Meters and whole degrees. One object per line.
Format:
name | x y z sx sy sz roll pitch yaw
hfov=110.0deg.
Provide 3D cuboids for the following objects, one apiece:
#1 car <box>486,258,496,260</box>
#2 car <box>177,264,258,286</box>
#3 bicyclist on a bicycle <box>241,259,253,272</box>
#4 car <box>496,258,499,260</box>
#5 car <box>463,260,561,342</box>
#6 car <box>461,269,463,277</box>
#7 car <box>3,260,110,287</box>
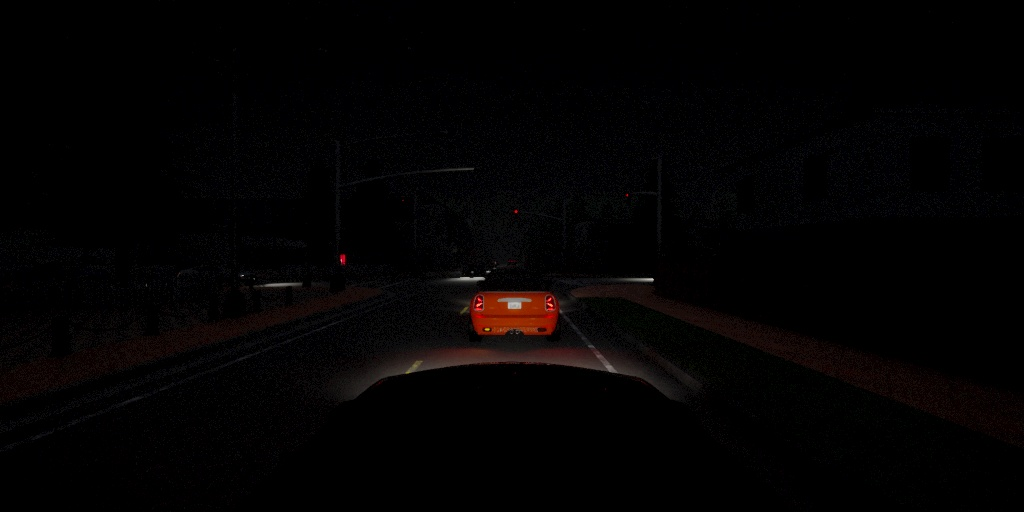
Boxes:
car | -3.626 1.314 48.998 1.994 1.385 4.181 0 0 0
car | -20.012 1.291 24.456 4.674 1.442 1.812 0 0 -2
bicyclist on a bicycle | -23.577 1.066 31.814 0.582 1.620 1.656 0 0 -2
car | -3.613 1.102 60.815 2.097 1.767 4.553 0 0 0
car | 0.066 1.102 9.970 2.097 1.767 4.553 0 0 0
car | -3.621 1.314 34.410 1.994 1.385 4.181 0 0 0
car | -30.191 1.243 24.139 5.008 1.535 1.882 0 0 -1
